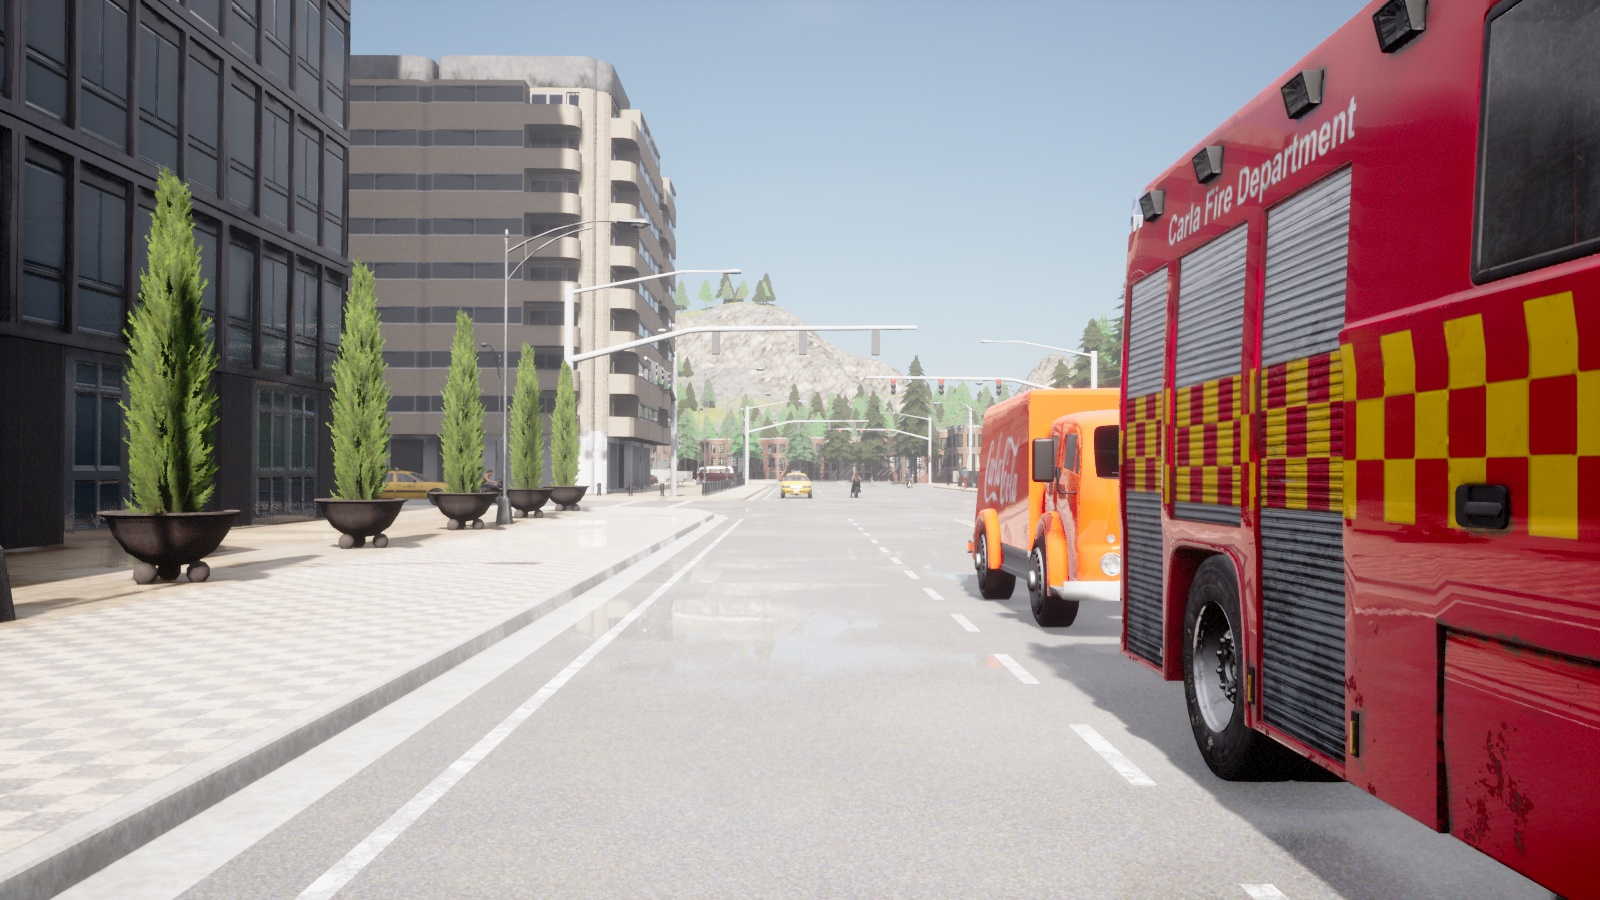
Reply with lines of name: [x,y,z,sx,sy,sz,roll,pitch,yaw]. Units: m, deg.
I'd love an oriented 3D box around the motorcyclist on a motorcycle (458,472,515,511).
motorcyclist on a motorcycle: [-12.417,1.625,49.796,2.044,1.523,0.797,0,-1,0]

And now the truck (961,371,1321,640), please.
truck: [3.465,0.551,14.149,2.627,2.467,5.204,0,-1,0]

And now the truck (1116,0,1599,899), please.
truck: [3.485,-0.301,3.774,2.891,3.827,8.468,0,-1,0]

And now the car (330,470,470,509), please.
car: [-16.922,1.659,53.309,5.366,1.575,1.801,0,-1,0]

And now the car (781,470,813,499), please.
car: [-0.191,1.982,73.270,1.801,1.575,5.366,0,-1,0]
